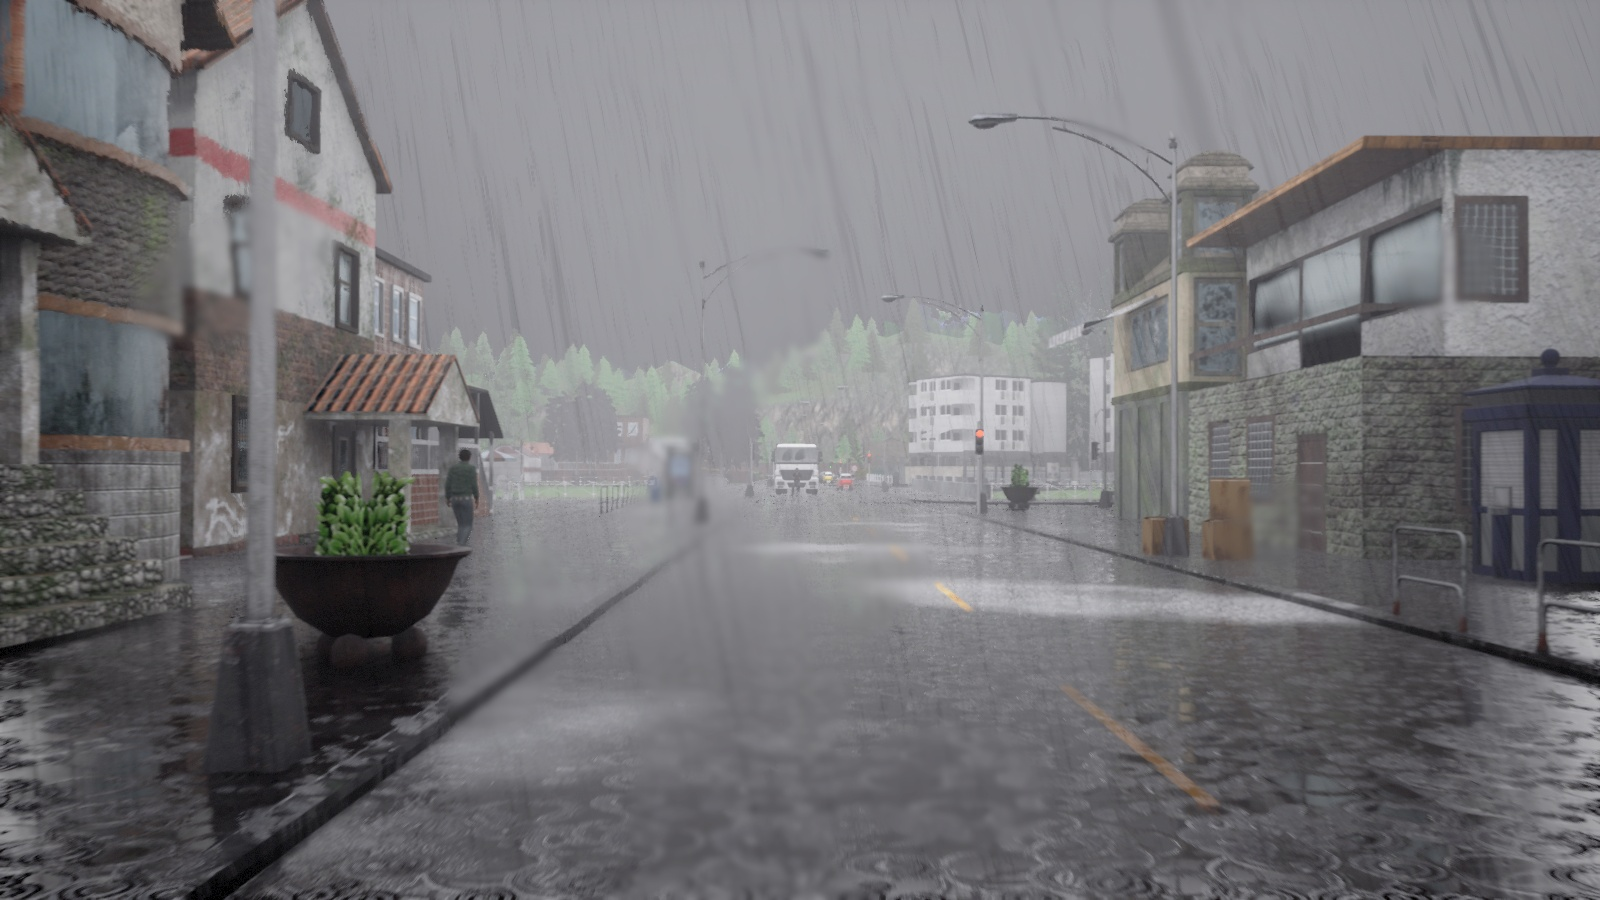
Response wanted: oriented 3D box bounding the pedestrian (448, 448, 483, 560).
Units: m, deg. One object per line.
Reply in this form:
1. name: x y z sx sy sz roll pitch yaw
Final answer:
1. pedestrian: -5.607 0.900 21.060 0.353 1.847 0.614 0 -1 8

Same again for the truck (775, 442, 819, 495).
1. truck: -0.215 1.277 86.244 2.891 3.462 7.936 0 -1 0
